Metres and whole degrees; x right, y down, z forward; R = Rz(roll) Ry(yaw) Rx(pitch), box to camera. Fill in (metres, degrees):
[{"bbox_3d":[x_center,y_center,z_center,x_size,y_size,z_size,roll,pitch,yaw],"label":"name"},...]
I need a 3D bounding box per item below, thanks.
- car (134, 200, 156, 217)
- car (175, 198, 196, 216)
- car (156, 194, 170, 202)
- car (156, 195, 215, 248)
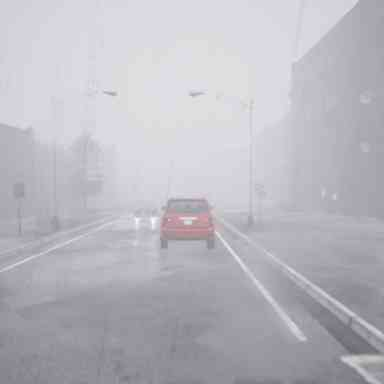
[{"bbox_3d":[-4.322,1.515,31.643,1.812,1.442,4.674,0,0,-2],"label":"car"},{"bbox_3d":[-0.665,1.462,32.969,1.882,1.535,5.008,0,0,-1],"label":"car"},{"bbox_3d":[-6.387,1.323,73.641,2.033,1.411,5.357,-1,1,-17],"label":"car"},{"bbox_3d":[-0.213,1.214,14.897,2.150,2.045,5.566,0,0,-1],"label":"car"}]
